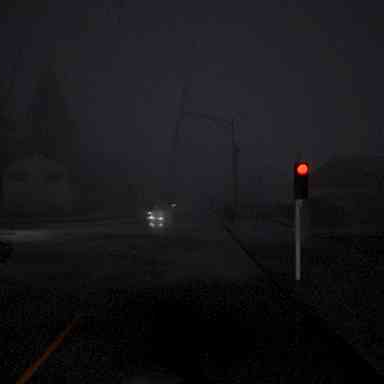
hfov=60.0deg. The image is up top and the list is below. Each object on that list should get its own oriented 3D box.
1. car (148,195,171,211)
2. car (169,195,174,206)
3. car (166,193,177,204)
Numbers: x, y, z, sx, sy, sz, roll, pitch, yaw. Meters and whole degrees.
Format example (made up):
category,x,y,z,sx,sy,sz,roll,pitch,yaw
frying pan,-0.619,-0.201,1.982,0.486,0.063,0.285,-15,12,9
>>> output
category,x,y,z,sx,sy,sz,roll,pitch,yaw
car,-4.088,1.489,40.013,2.128,1.511,4.902,0,0,0
car,-4.076,1.523,50.018,1.812,1.442,4.674,0,0,0
car,-4.034,1.216,63.322,2.150,2.045,5.566,0,0,0
